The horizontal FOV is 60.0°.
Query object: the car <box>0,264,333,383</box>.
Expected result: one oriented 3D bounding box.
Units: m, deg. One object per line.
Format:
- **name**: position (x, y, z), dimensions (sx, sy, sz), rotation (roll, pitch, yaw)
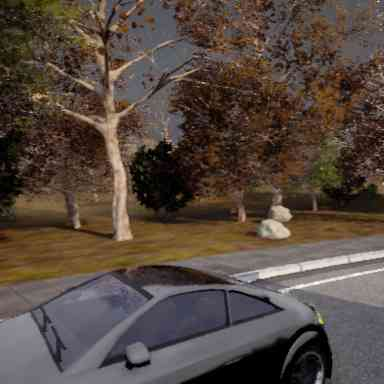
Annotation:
- **car**: position (-0.530, 1.521, 3.296), dimensions (4.181, 1.385, 1.994), rotation (-1, 1, -34)
